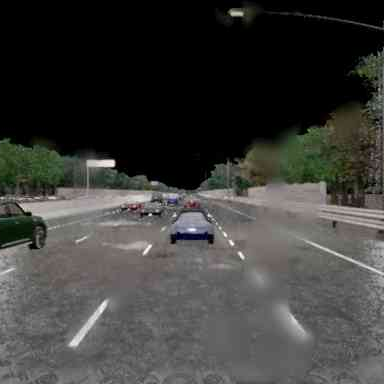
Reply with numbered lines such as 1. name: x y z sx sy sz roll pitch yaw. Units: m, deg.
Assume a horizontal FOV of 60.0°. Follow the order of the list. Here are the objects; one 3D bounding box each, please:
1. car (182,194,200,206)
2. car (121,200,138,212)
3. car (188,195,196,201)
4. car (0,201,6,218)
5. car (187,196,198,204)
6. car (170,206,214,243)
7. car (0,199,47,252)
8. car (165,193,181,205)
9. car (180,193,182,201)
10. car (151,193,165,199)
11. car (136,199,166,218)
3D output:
1. car: 0.011 1.387 48.049 2.097 1.767 4.553 0 0 0
2. car: -6.991 1.628 39.169 1.895 1.301 4.718 0 0 0
3. car: 0.022 1.605 85.166 1.812 1.442 4.674 0 0 0
4. car: -17.577 1.509 27.062 2.128 1.511 4.902 0 0 0
5. car: 0.019 1.600 64.093 2.033 1.411 5.357 0 0 0
6. car: 0.006 1.573 16.116 1.994 1.385 4.181 0 0 0
7. car: -6.996 1.228 11.242 2.150 2.045 5.566 0 0 0
8. car: -3.485 1.529 62.137 1.882 1.535 5.008 0 0 0
9. car: -3.479 1.553 81.202 1.882 1.535 5.008 0 0 0
10. car: -6.984 1.279 67.222 2.150 2.045 5.566 0 0 0
11. car: -3.494 1.620 30.149 1.895 1.301 4.718 0 0 0
